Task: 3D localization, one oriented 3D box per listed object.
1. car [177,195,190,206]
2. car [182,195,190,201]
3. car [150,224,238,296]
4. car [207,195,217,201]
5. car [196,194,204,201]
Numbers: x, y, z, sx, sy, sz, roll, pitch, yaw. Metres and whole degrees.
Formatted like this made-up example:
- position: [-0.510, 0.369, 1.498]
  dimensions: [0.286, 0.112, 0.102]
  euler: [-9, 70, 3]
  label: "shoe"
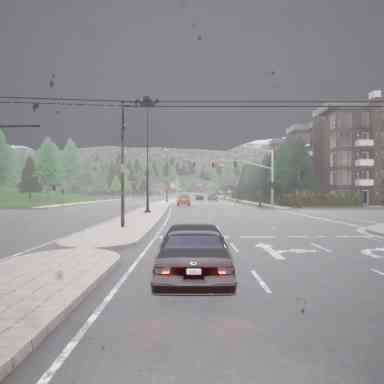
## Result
- position: [-1.359, 1.352, 54.532]
  dimensions: [2.097, 1.767, 4.553]
  euler: [0, 0, -1]
  label: "car"
- position: [-1.523, 1.523, 85.357]
  dimensions: [1.812, 1.442, 4.674]
  euler: [0, 0, 0]
  label: "car"
- position: [0.042, 1.547, 8.787]
  dimensions: [2.033, 1.411, 5.357]
  euler: [0, 0, 0]
  label: "car"
- position: [5.477, 1.539, 85.403]
  dimensions: [2.033, 1.411, 5.357]
  euler: [0, 0, 0]
  label: "car"
- position: [1.977, 1.477, 85.396]
  dimensions: [1.882, 1.535, 5.008]
  euler: [0, 0, 0]
  label: "car"
